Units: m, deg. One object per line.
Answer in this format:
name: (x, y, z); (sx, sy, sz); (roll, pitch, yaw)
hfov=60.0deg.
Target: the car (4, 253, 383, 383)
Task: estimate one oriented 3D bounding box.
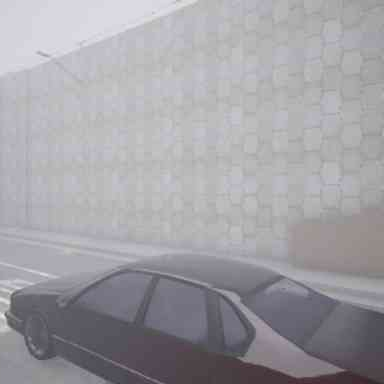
car: (-0.171, 1.533, 4.120); (5.357, 1.411, 2.033); (0, 0, 36)
